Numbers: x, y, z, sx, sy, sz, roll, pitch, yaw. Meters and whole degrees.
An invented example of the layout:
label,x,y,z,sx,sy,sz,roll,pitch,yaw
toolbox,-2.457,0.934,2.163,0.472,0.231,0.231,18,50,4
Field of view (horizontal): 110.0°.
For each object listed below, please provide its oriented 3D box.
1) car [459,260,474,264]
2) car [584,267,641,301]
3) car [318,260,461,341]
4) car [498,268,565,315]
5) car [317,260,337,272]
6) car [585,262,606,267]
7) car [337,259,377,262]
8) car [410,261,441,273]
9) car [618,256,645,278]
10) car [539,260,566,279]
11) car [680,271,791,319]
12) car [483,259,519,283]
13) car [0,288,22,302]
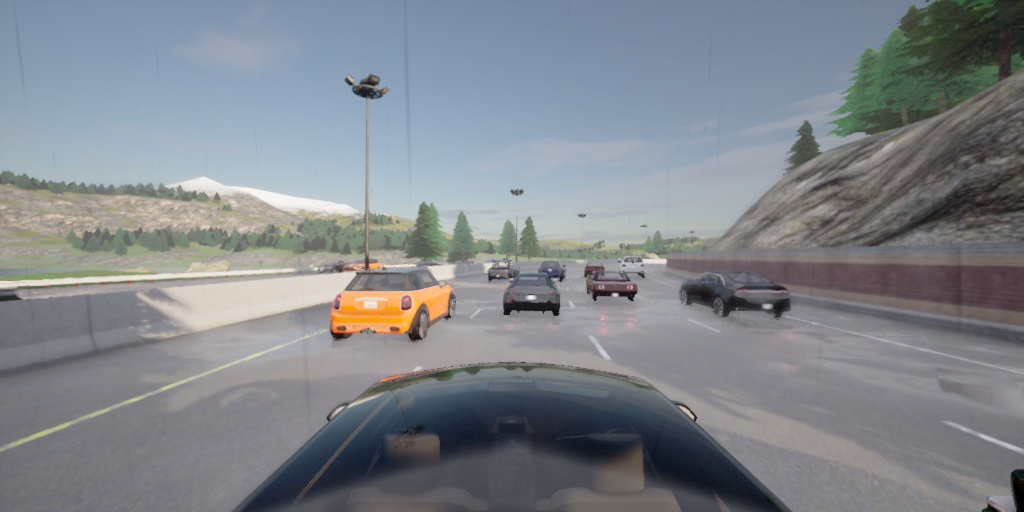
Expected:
label,x,y,z,sx,sy,sz,roll,pitch,yaw
car,-6.628,1.269,47.515,2.128,1.511,4.902,0,0,18
car,4.711,1.382,17.603,1.895,1.301,4.718,0,0,7
car,-3.010,1.102,10.046,2.097,1.767,4.553,0,0,3
car,0.797,1.329,13.693,1.994,1.385,4.181,0,0,5
car,-19.581,1.224,40.384,2.128,1.511,4.902,0,0,14
car,8.177,1.288,35.280,1.882,1.535,5.008,0,0,15
car,-16.281,1.092,39.136,2.097,1.767,4.553,0,0,14
car,-10.908,1.328,45.566,1.994,1.385,4.181,0,0,17
car,11.875,1.044,35.664,2.150,2.045,5.566,0,0,15
car,3.497,1.144,30.772,2.097,1.767,4.553,0,0,12
car,7.741,1.277,12.980,2.128,1.511,4.902,0,0,5
car,-0.576,1.268,28.434,2.128,1.511,4.902,0,0,11
car,-13.860,1.219,7.341,1.837,1.490,4.892,0,0,3
